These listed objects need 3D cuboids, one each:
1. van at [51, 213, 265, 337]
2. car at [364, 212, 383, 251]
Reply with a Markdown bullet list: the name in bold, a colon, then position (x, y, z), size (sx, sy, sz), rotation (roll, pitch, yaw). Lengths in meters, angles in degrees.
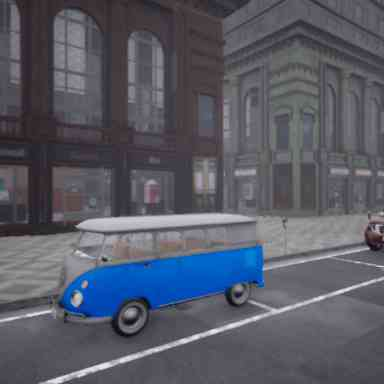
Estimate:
- **van**: position (-0.417, 1.339, 6.354), size (3.998, 1.788, 1.690), rotation (0, 0, -36)
- **car**: position (8.760, 1.306, 12.900), size (5.009, 1.841, 2.192), rotation (0, 0, -36)
